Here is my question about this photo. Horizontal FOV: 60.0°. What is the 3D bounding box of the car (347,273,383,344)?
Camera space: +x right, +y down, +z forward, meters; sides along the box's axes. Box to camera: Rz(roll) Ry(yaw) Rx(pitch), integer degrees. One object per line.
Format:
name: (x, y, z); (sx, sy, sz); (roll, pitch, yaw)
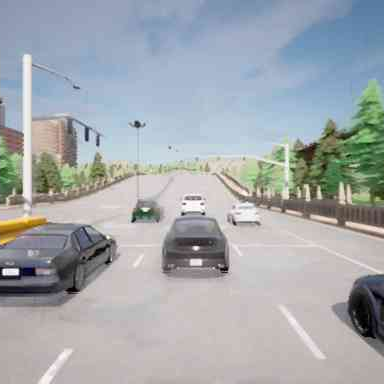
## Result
car: (3.600, 1.563, 3.930); (1.994, 1.385, 4.181); (0, 0, 0)

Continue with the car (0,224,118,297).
car: (-3.398, 1.547, 8.762); (2.033, 1.411, 5.357); (0, 0, 0)

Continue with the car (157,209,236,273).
car: (0.102, 1.504, 10.685); (1.837, 1.490, 4.892); (0, 0, 0)

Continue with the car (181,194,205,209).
car: (0.110, 1.219, 32.275); (2.150, 2.045, 5.566); (0, 0, 0)

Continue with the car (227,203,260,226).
car: (3.607, 1.523, 23.564); (1.812, 1.442, 4.674); (0, 0, 0)

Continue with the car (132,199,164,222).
car: (-3.392, 1.350, 26.339); (2.097, 1.767, 4.553); (0, 0, 0)
